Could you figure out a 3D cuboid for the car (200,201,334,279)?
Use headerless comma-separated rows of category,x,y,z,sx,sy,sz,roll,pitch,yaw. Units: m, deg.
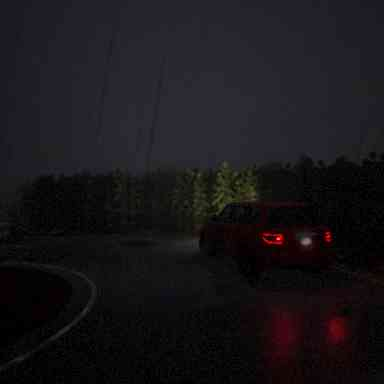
car,2.014,1.300,10.608,2.150,2.045,5.566,0,0,-16
